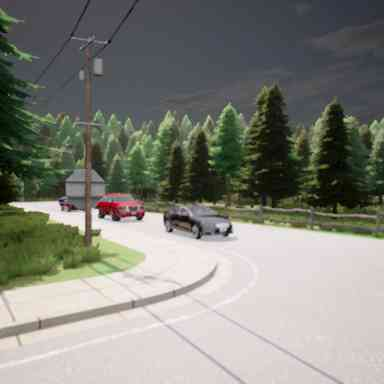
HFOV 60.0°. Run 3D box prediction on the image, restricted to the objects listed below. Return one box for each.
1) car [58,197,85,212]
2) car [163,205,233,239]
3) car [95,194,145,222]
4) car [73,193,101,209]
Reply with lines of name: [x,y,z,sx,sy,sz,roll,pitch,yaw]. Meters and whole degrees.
car: [-13.408,1.551,37.549,1.895,1.301,4.718,0,0,-34]
car: [0.171,1.436,17.086,2.128,1.511,4.902,0,0,-30]
car: [-5.697,1.164,26.207,2.150,2.045,5.566,0,0,-33]
car: [-14.415,1.164,45.461,2.150,2.045,5.566,0,0,-34]
